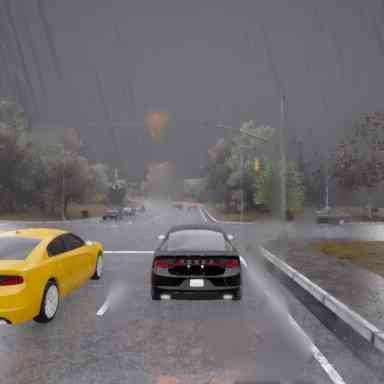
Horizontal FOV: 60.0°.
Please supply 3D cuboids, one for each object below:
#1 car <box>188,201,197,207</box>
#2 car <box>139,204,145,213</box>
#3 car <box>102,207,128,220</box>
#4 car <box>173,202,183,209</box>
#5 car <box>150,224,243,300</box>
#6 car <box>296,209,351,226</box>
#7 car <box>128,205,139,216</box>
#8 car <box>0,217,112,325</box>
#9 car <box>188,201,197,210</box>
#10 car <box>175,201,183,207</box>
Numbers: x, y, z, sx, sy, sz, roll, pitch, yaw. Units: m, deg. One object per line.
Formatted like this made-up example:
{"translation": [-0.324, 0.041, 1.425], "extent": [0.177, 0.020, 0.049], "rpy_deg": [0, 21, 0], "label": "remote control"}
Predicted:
{"translation": [0.046, 3.162, 86.367], "extent": [2.033, 1.411, 5.357], "rpy_deg": [0, 0, -3], "label": "car"}
{"translation": [-10.419, 3.244, 65.741], "extent": [2.128, 1.511, 4.902], "rpy_deg": [0, 0, 1], "label": "car"}
{"translation": [-10.535, 3.002, 44.796], "extent": [2.033, 1.411, 5.357], "rpy_deg": [0, -2, 1], "label": "car"}
{"translation": [-3.370, 3.184, 76.721], "extent": [1.837, 1.490, 4.892], "rpy_deg": [0, 0, 0], "label": "car"}
{"translation": [0.098, 1.566, 8.579], "extent": [1.882, 1.535, 5.008], "rpy_deg": [0, -1, 0], "label": "car"}
{"translation": [12.449, 2.439, 31.612], "extent": [4.892, 1.490, 1.837], "rpy_deg": [0, -2, 0], "label": "car"}
{"translation": [-10.491, 3.212, 54.667], "extent": [1.812, 1.442, 4.674], "rpy_deg": [0, -1, 0], "label": "car"}
{"translation": [-3.408, 1.543, 7.336], "extent": [1.882, 1.535, 5.008], "rpy_deg": [0, -1, 0], "label": "car"}
{"translation": [0.132, 3.043, 76.210], "extent": [2.097, 1.767, 4.553], "rpy_deg": [0, 0, 0], "label": "car"}
{"translation": [-3.471, 3.168, 86.790], "extent": [1.994, 1.385, 4.181], "rpy_deg": [0, 0, -3], "label": "car"}
